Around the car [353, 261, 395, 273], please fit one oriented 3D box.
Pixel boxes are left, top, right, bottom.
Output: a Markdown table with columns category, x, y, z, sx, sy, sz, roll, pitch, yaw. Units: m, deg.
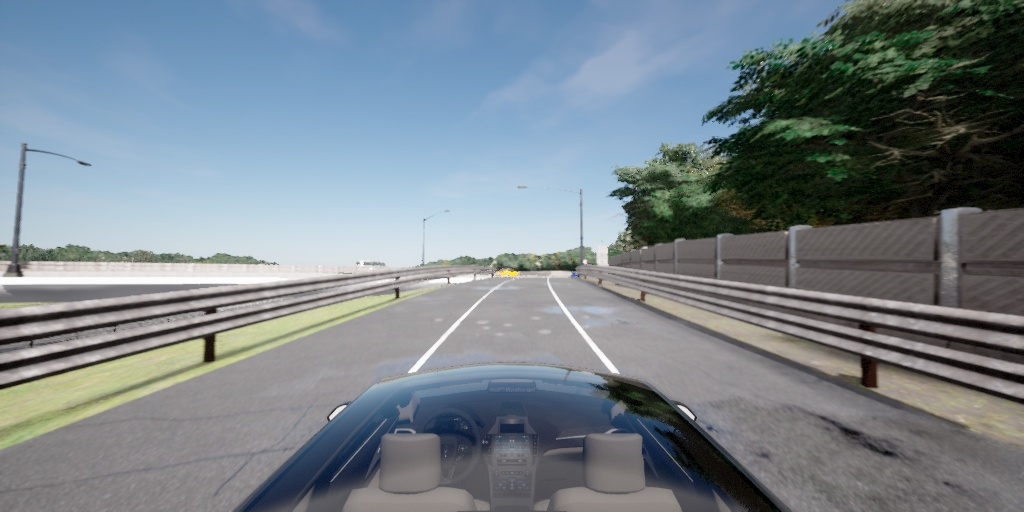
| category | x | y | z | sx | sy | sz | roll | pitch | yaw |
| --- | --- | --- | --- | --- | --- | --- | --- | --- | --- |
| car | -17.114 | 1.679 | 45.391 | 5.566 | 2.045 | 2.150 | 3 | -4 | -39 |

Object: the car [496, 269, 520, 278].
| category | x | y | z | sx | sy | sz | roll | pitch | yaw |
| --- | --- | --- | --- | --- | --- | --- | --- | --- | --- |
| car | -0.618 | 2.932 | 61.783 | 1.882 | 1.535 | 5.008 | -2 | -4 | 39 |
